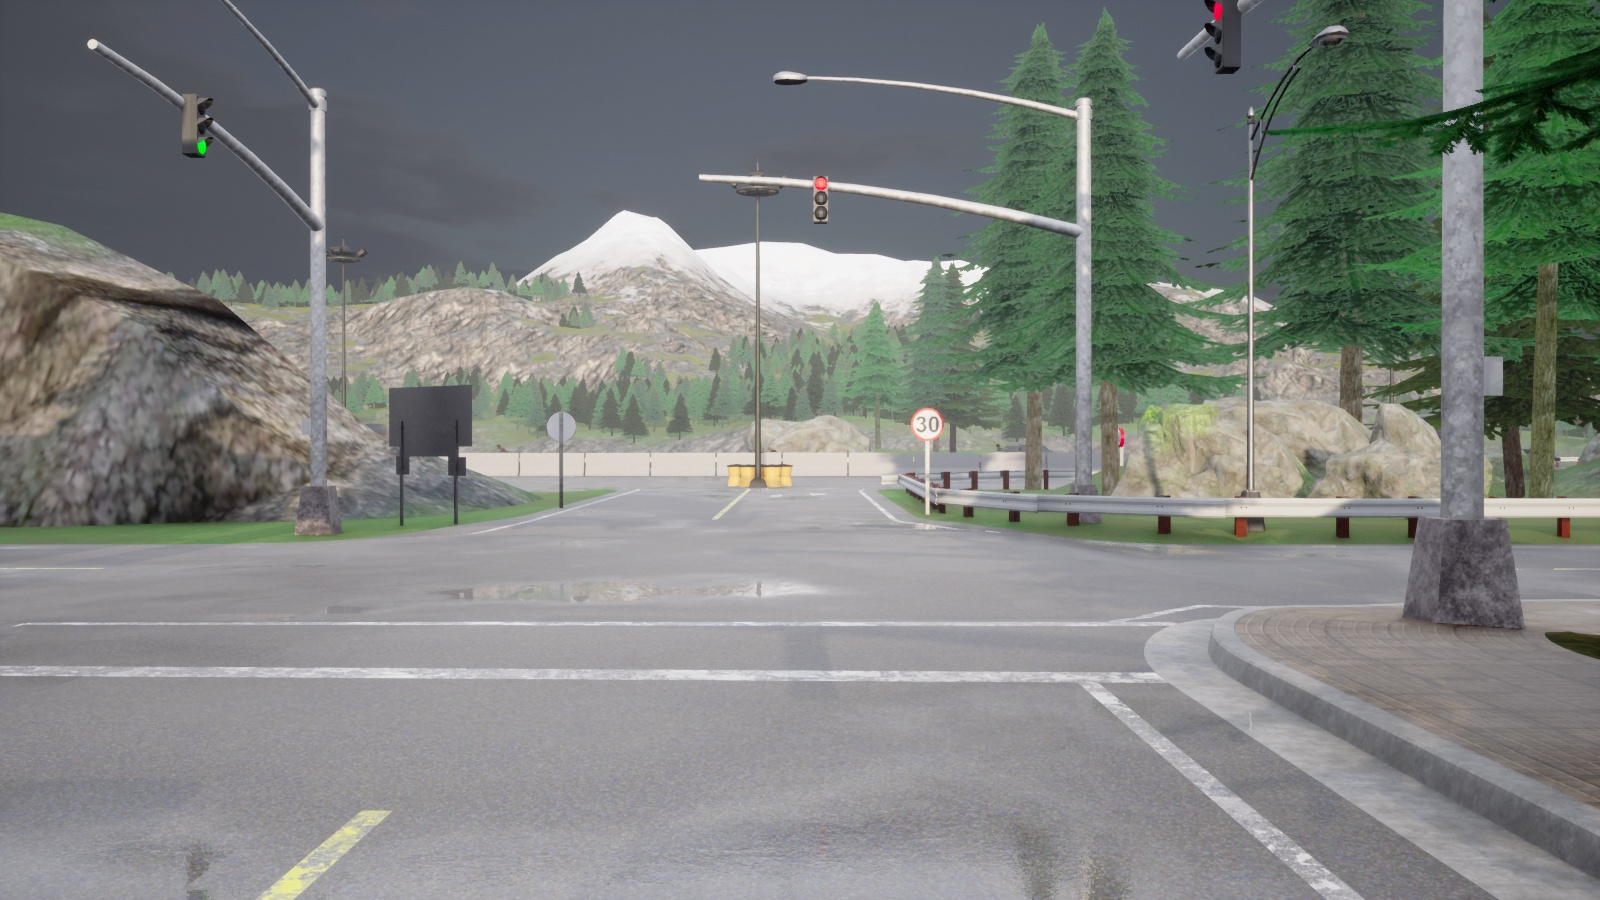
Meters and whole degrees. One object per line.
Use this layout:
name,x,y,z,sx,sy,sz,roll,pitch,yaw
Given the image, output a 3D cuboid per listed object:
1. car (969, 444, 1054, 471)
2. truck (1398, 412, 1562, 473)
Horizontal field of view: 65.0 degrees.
car,12.849,0.450,76.590,4.856,1.649,2.033,0,0,0
truck,39.358,-0.419,72.895,7.936,3.462,2.891,0,0,0
